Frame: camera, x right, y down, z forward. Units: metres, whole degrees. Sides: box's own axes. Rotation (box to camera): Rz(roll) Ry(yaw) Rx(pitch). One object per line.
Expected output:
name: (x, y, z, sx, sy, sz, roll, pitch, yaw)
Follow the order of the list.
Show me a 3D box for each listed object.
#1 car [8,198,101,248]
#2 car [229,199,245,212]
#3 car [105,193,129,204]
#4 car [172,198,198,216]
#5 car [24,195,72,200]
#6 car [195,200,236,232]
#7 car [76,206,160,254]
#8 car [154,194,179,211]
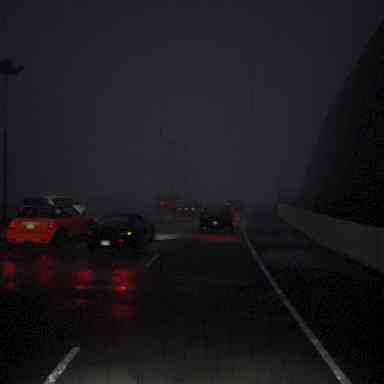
car: (-6.048, 1.349, 14.962, 2.097, 1.767, 4.553, 0, 0, 5)
car: (5.024, 1.517, 38.364, 2.128, 1.511, 4.902, 0, 0, 14)
car: (-15.202, 1.227, 67.714, 2.150, 2.045, 5.566, 0, 0, 21)
car: (-0.006, 1.562, 32.135, 2.033, 1.411, 5.357, 0, 0, 11)
car: (-8.846, 1.216, 21.657, 2.150, 2.045, 5.566, 0, 0, 7)
car: (1.565, 1.489, 20.159, 1.882, 1.535, 5.008, 0, 0, 7)
car: (-2.711, 1.527, 13.390, 1.812, 1.442, 4.674, 0, 0, 4)
car: (-2.469, 1.234, 37.249, 2.150, 2.045, 5.566, 0, 0, 13)
